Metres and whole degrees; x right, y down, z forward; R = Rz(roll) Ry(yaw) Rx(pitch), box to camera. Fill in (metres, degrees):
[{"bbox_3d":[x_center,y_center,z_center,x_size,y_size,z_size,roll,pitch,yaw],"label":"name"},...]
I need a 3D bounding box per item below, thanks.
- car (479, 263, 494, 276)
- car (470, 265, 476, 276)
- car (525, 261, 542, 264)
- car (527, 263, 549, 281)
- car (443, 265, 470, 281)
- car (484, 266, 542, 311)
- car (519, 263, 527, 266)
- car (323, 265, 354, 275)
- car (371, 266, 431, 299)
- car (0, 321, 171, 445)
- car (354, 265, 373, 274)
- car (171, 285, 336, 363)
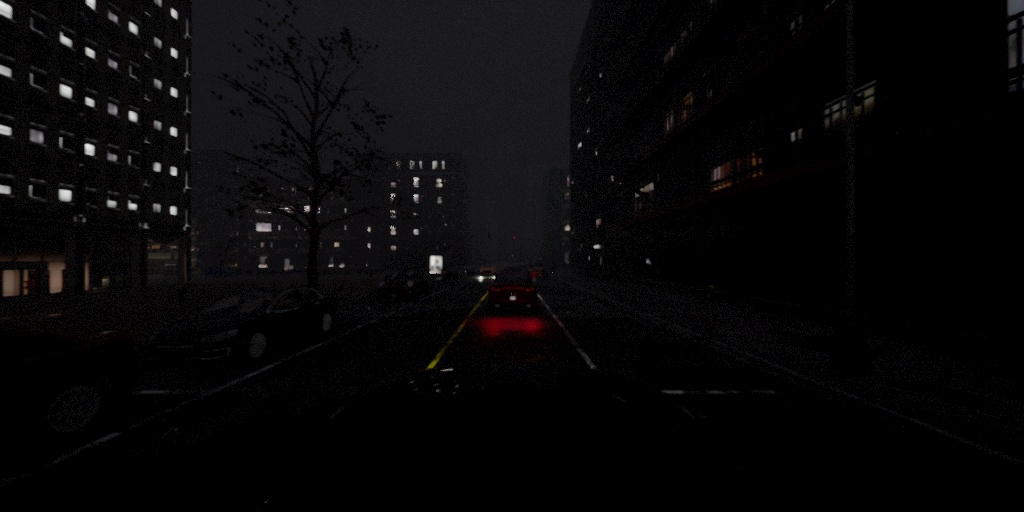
[{"bbox_3d":[-3.063,1.758,45.869,1.882,1.535,5.008,0,-1,0],"label":"car"},{"bbox_3d":[-5.703,1.876,46.914,1.802,1.307,4.207,0,0,0],"label":"car"},{"bbox_3d":[2.680,1.541,41.387,2.192,1.841,5.009,0,0,0],"label":"car"},{"bbox_3d":[2.681,1.703,35.860,1.888,1.381,4.507,0,0,0],"label":"car"},{"bbox_3d":[-5.700,1.597,35.859,1.967,1.591,4.097,0,0,0],"label":"car"},{"bbox_3d":[0.050,1.388,15.396,1.882,1.535,5.008,0,0,0],"label":"car"},{"bbox_3d":[0.041,1.583,29.252,1.837,1.490,4.892,0,0,0],"label":"car"},{"bbox_3d":[-27.975,2.395,57.632,4.403,1.370,2.007,0,0,0],"label":"car"},{"bbox_3d":[-5.696,1.396,19.278,1.967,1.591,4.097,0,0,0],"label":"car"},{"bbox_3d":[-5.693,1.306,2.696,1.888,1.381,4.507,0,0,0],"label":"car"},{"bbox_3d":[-22.406,2.314,57.674,4.403,1.370,2.007,0,0,0],"label":"car"},{"bbox_3d":[-5.694,1.377,8.223,2.007,1.370,4.403,0,0,0],"label":"car"}]
